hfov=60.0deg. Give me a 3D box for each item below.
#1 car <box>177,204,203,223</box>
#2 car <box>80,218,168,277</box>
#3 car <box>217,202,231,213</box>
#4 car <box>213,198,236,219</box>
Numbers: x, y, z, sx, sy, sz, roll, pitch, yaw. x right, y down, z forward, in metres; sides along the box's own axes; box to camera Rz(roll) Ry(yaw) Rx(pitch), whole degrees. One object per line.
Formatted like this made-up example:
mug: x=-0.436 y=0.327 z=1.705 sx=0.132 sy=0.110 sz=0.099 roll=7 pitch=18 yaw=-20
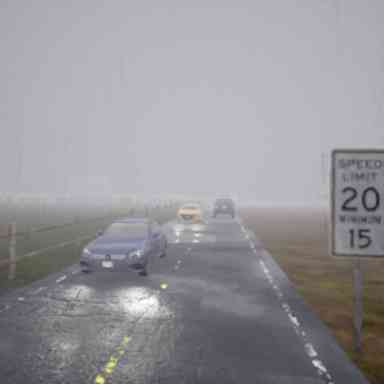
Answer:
car: x=-0.105 y=1.790 z=28.976 sx=1.882 sy=1.535 sz=5.008 roll=1 pitch=-1 yaw=6
car: x=-1.914 y=1.602 z=10.752 sx=1.812 sy=1.442 sz=4.674 roll=1 pitch=-1 yaw=6
car: x=4.588 y=2.153 z=47.604 sx=1.812 sy=1.442 sz=4.674 roll=1 pitch=0 yaw=6
car: x=3.392 y=1.675 z=35.071 sx=2.150 sy=2.045 sz=5.566 roll=1 pitch=-1 yaw=5
